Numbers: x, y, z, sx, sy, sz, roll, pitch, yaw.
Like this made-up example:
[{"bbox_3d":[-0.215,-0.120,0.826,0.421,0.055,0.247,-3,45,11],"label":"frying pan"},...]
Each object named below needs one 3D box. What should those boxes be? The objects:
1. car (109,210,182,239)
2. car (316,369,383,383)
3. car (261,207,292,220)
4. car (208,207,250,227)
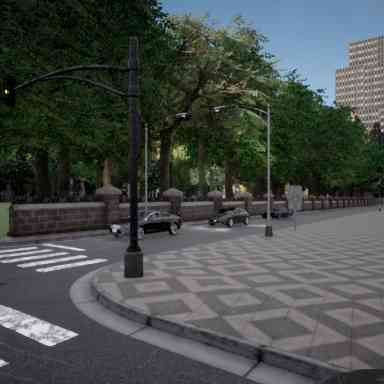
[{"bbox_3d":[-2.605,1.816,19.471,2.128,1.511,4.902,0,-1,37],"label":"car"},{"bbox_3d":[2.508,1.551,1.174,4.403,1.369,2.008,0,0,36],"label":"car"},{"bbox_3d":[9.281,2.354,36.321,1.895,1.301,4.718,0,-1,35],"label":"car"},{"bbox_3d":[3.175,2.036,27.681,1.837,1.490,4.892,0,-1,35],"label":"car"}]
